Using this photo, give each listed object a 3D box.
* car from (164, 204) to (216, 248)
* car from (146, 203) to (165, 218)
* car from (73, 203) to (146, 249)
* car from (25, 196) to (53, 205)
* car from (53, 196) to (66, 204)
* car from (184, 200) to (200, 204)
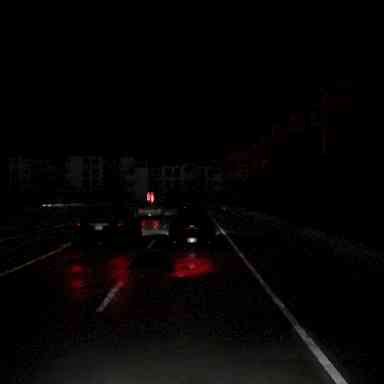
[{"bbox_3d":[0.000,1.516,14.650,1.837,1.490,4.892,0,0,0],"label":"car"},{"bbox_3d":[-3.500,1.616,29.680,1.895,1.301,4.718,0,0,0],"label":"car"},{"bbox_3d":[-3.500,1.366,14.620,2.097,1.767,4.553,0,0,0],"label":"car"},{"bbox_3d":[-27.105,1.600,58.306,4.181,1.385,1.994,0,0,24],"label":"car"},{"bbox_3d":[-25.691,1.512,61.508,5.008,1.535,1.882,0,0,24],"label":"car"},{"bbox_3d":[0.000,1.495,29.650,2.128,1.511,4.902,0,0,0],"label":"car"}]
